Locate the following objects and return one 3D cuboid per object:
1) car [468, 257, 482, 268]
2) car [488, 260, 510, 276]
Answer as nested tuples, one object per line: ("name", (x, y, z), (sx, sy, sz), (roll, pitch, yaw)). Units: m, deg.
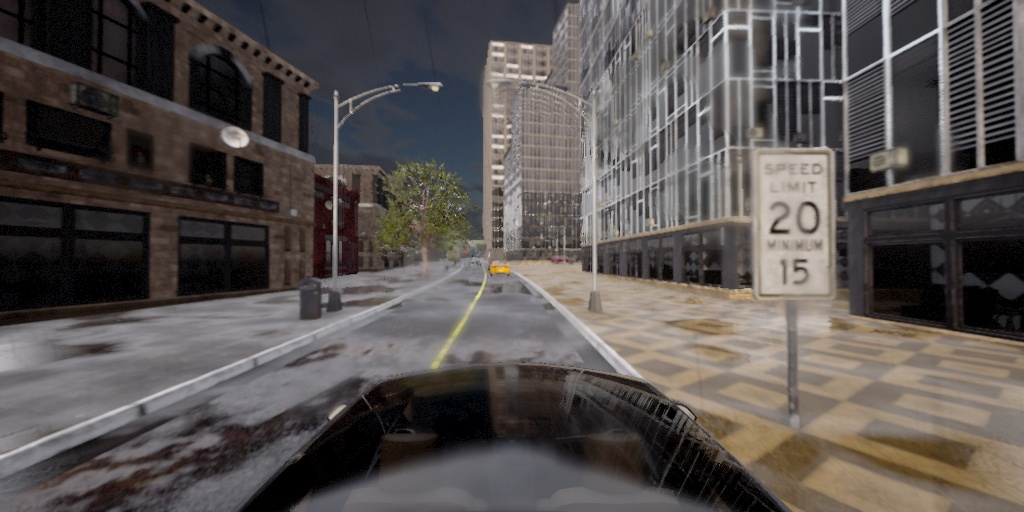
("car", (-5.316, 0.849, 51.277), (1.812, 1.442, 4.674), (0, 0, -6))
("car", (-1.233, 1.175, 35.921), (1.882, 1.535, 5.008), (0, 0, -4))
